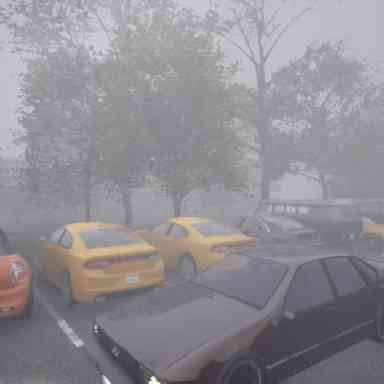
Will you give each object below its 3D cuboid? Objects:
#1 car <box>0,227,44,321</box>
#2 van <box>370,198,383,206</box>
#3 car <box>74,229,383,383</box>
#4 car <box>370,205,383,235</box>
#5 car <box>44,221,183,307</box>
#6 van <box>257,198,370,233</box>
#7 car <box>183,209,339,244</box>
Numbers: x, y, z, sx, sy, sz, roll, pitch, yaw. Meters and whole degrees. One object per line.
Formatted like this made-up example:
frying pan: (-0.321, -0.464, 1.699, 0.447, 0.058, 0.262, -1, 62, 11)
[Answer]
car: (-4.678, 1.354, 6.685, 2.185, 1.767, 4.553, 0, 0, -35)
van: (8.915, 1.302, 16.252, 1.878, 1.987, 4.442, 0, 0, -35)
car: (1.315, 1.559, 4.917, 5.357, 1.411, 2.033, 0, 0, -36)
car: (6.698, 1.517, 14.591, 1.946, 1.575, 5.366, 0, 0, -35)
car: (-2.538, 1.487, 8.240, 2.097, 1.535, 5.008, 0, 0, -35)
van: (4.266, 1.286, 13.231, 1.878, 1.987, 4.442, 0, 0, -35)
car: (2.080, 1.505, 11.524, 2.231, 1.521, 4.892, 0, 0, -35)
